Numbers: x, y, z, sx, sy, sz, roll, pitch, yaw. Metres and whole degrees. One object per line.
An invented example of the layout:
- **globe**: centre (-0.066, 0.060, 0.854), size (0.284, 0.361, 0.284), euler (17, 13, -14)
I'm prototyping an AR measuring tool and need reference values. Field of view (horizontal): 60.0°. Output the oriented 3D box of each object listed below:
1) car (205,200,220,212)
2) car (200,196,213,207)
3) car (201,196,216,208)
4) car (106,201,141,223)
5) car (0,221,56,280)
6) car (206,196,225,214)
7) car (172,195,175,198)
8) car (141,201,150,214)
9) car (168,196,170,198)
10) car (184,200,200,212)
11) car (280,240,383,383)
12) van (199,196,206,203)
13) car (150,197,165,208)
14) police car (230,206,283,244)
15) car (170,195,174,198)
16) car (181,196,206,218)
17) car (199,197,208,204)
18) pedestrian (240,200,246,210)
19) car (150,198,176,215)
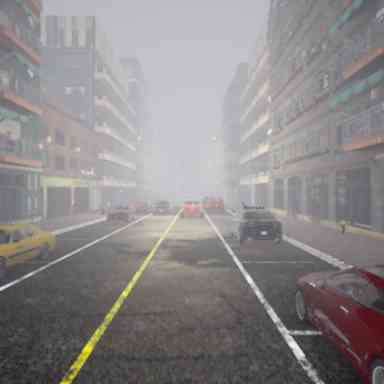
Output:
- **car**: centre (2.678, 1.764, 44.354), size (1.752, 1.417, 4.829), euler (-1, 0, 0)
- **car**: centre (2.674, 1.654, 61.240), size (2.192, 1.841, 5.009), euler (-1, 0, 0)
- **car**: centre (2.674, 1.620, 55.555), size (2.192, 1.841, 5.009), euler (-1, 0, 0)
- **car**: centre (-5.702, 1.684, 27.133), size (1.887, 1.381, 4.507), euler (-1, 0, 0)
- **car**: centre (-5.701, 1.575, 9.910), size (1.752, 1.417, 4.829), euler (-1, 0, 0)
- **car**: centre (2.675, 1.519, 38.501), size (2.192, 1.841, 5.009), euler (-1, 0, 0)
- **car**: centre (-5.703, 2.011, 78.295), size (1.947, 1.339, 4.313), euler (-1, 0, 0)
- **car**: centre (-5.702, 1.749, 38.503), size (1.887, 1.381, 4.507), euler (-1, 0, 0)
- **car**: centre (-5.703, 1.884, 61.241), size (1.887, 1.381, 4.507), euler (-1, 0, 0)
- **car**: centre (0.025, 1.787, 44.503), size (2.033, 1.411, 5.357), euler (0, 0, 0)
- **car**: centre (2.681, 1.605, 4.392), size (1.802, 1.307, 4.206), euler (-1, 0, 0)
- **van**: centre (2.673, 1.823, 83.978), size (1.690, 1.788, 3.998), euler (-1, 0, 0)
- **car**: centre (-5.704, 1.745, 55.557), size (1.967, 1.590, 4.097), euler (-1, 0, 0)
- **police car**: centre (2.999, 1.509, 16.424), size (1.930, 1.638, 5.238), euler (0, 0, 0)
- **car**: centre (-5.703, 1.975, 72.611), size (1.947, 1.339, 4.313), euler (-1, 0, 0)
- **car**: centre (0.028, 1.524, 32.761), size (2.097, 1.767, 4.553), euler (0, 0, 0)
- **car**: centre (2.676, 1.972, 78.462), size (1.752, 1.417, 4.829), euler (-1, 0, 0)
- **pedestrian**: centre (2.992, 1.392, 19.422), size (0.375, 1.860, 0.375), euler (-1, 0, 0)
- **car**: centre (-3.094, 1.695, 35.939), size (1.837, 1.490, 4.892), euler (0, -1, 0)
